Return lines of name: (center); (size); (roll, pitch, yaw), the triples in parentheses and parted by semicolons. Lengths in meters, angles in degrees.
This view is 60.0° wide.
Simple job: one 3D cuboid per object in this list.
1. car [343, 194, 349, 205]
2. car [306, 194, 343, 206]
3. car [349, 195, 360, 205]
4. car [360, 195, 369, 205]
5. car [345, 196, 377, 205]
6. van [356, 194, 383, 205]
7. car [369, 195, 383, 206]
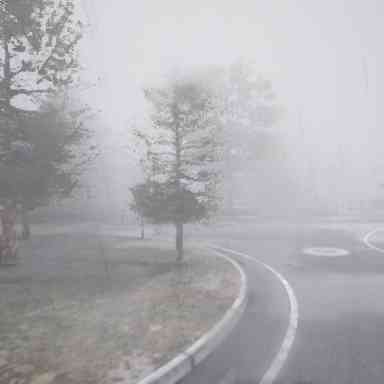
car: (24.541, 1.553, 59.057); (2.231, 1.521, 4.892); (0, -1, -37)
car: (22.409, 1.283, 57.454); (2.435, 2.045, 5.566); (0, -1, -37)
car: (26.795, 1.322, 60.708); (2.435, 2.045, 5.566); (0, -1, -37)
car: (31.276, 1.650, 64.260); (1.946, 1.575, 5.366); (1, -2, -36)
car: (33.421, 1.695, 65.835); (1.946, 1.575, 5.366); (1, -2, -36)
van: (35.852, 1.520, 67.251); (1.878, 1.987, 4.442); (1, -2, -36)
car: (27.942, 1.161, 46.357); (2.185, 1.767, 4.553); (0, -1, -37)
